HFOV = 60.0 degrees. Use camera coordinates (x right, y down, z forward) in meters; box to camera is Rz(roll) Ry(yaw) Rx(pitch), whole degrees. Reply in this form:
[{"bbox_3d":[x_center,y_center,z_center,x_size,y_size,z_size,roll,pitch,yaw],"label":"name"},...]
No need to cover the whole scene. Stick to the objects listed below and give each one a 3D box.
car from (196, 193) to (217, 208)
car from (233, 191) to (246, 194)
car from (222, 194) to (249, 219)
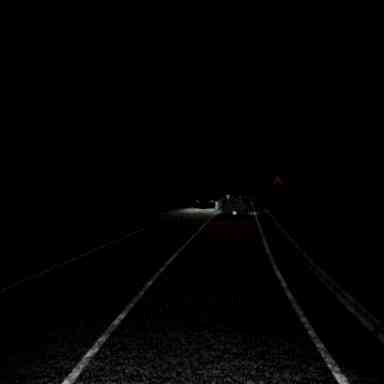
[{"bbox_3d":[1.662,0.879,36.449,1.882,1.535,5.008,0,1,10],"label":"car"},{"bbox_3d":[5.906,0.593,41.469,2.097,1.767,4.553,0,1,9],"label":"car"},{"bbox_3d":[3.276,1.155,25.081,1.812,1.442,4.674,0,1,9],"label":"car"}]
